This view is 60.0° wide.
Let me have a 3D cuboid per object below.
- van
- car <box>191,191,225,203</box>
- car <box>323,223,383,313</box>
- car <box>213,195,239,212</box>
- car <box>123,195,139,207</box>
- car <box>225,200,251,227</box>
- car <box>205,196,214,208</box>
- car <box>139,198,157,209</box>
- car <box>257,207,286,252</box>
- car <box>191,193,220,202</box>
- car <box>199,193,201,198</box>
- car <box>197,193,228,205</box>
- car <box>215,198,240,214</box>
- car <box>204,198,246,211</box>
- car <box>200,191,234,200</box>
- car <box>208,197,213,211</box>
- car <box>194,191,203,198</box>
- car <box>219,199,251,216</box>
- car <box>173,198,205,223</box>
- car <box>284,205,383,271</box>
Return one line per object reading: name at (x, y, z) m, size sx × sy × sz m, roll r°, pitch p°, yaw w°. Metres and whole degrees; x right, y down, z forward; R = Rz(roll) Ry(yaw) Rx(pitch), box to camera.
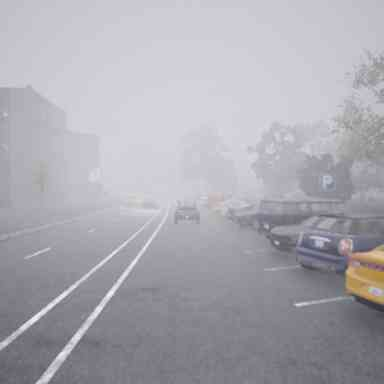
van at (5.252, 1.262, 15.216) m, size 4.442 × 1.987 × 1.878 m, roll 1°, pitch 0°, yaw -21°
car at (2.855, 0.874, 59.699) m, size 5.566 × 2.045 × 2.435 m, roll 0°, pitch 1°, yaw -25°
car at (5.278, 1.483, 6.256) m, size 5.008 × 1.535 × 2.097 m, roll 1°, pitch 0°, yaw -21°
car at (4.696, 1.378, 30.022) m, size 4.553 × 1.767 × 2.185 m, roll 1°, pitch 0°, yaw -22°
car at (-8.760, 1.237, 48.719) m, size 2.097 × 1.767 × 4.553 m, roll 0°, pitch 1°, yaw -4°
car at (4.994, 1.493, 21.103) m, size 5.008 × 1.535 × 2.097 m, roll 1°, pitch 0°, yaw -22°
car at (4.403, 1.504, 35.951) m, size 4.892 × 1.521 × 2.231 m, roll 1°, pitch 1°, yaw -23°
car at (-5.732, 1.542, 45.250) m, size 1.895 × 1.301 × 4.718 m, roll 0°, pitch 1°, yaw -3°
car at (5.209, 1.485, 12.193) m, size 5.008 × 1.535 × 2.097 m, roll 1°, pitch 0°, yaw -21°
car at (2.574, 1.055, 62.651) m, size 4.892 × 1.521 × 2.231 m, roll 0°, pitch 1°, yaw -25°
car at (3.871, 1.305, 44.849) m, size 4.553 × 1.767 × 2.185 m, roll 0°, pitch 1°, yaw -24°
car at (3.320, 1.142, 53.774) m, size 4.553 × 1.767 × 2.185 m, roll 0°, pitch 2°, yaw -24°
car at (4.956, 1.499, 27.118) m, size 5.366 × 1.575 × 1.946 m, roll 1°, pitch 0°, yaw -22°
car at (4.100, 1.495, 41.910) m, size 4.792 × 1.488 × 2.163 m, roll 0°, pitch 0°, yaw -24°
car at (4.269, 1.238, 38.938) m, size 5.566 × 2.045 × 2.435 m, roll 1°, pitch 0°, yaw -23°
car at (4.531, 1.506, 32.984) m, size 5.008 × 1.535 × 2.097 m, roll 1°, pitch 0°, yaw -23°
car at (3.686, 1.136, 47.812) m, size 5.566 × 2.045 × 2.435 m, roll 0°, pitch 1°, yaw -24°
car at (4.883, 1.496, 24.079) m, size 5.008 × 1.535 × 2.097 m, roll 1°, pitch 0°, yaw -22°
car at (-0.403, 1.509, 25.335) m, size 2.128 × 1.511 × 4.902 m, roll 0°, pitch 0°, yaw -2°
car at (5.218, 1.358, 9.220) m, size 4.553 × 1.767 × 2.185 m, roll 1°, pitch 0°, yaw -21°
